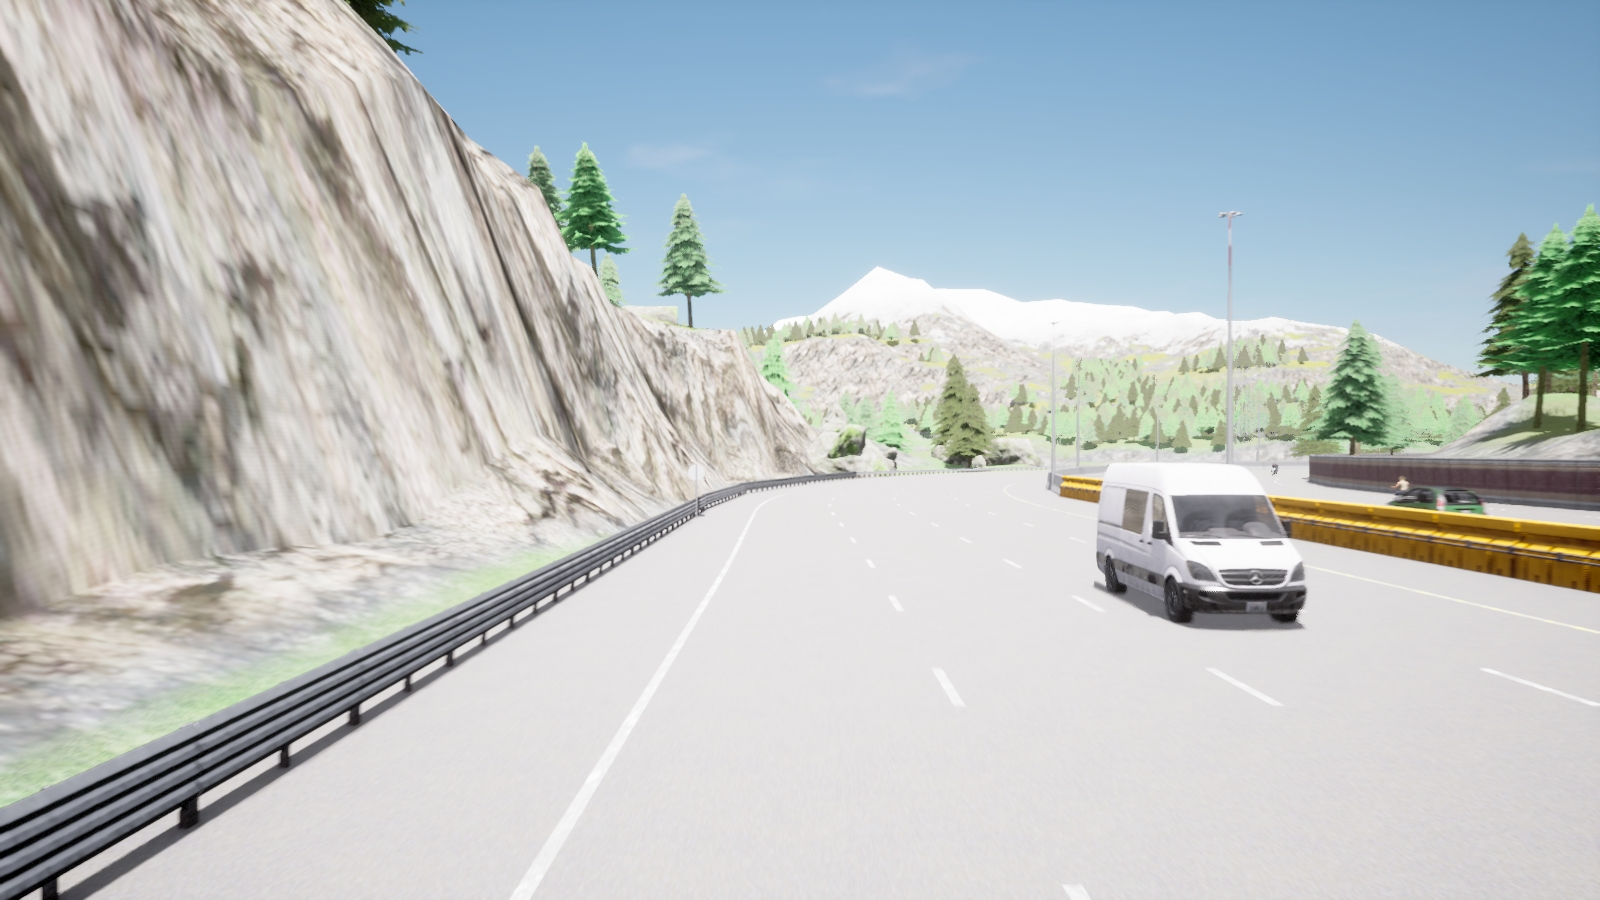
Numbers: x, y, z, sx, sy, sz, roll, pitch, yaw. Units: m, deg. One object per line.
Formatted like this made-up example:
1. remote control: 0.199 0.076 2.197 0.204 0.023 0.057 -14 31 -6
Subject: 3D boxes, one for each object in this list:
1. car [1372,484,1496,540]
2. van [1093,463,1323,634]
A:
1. car: 20.866 2.000 37.768 1.851 1.617 3.988 0 0 -1
2. van: 6.998 1.535 20.435 1.988 2.561 5.915 0 0 0
